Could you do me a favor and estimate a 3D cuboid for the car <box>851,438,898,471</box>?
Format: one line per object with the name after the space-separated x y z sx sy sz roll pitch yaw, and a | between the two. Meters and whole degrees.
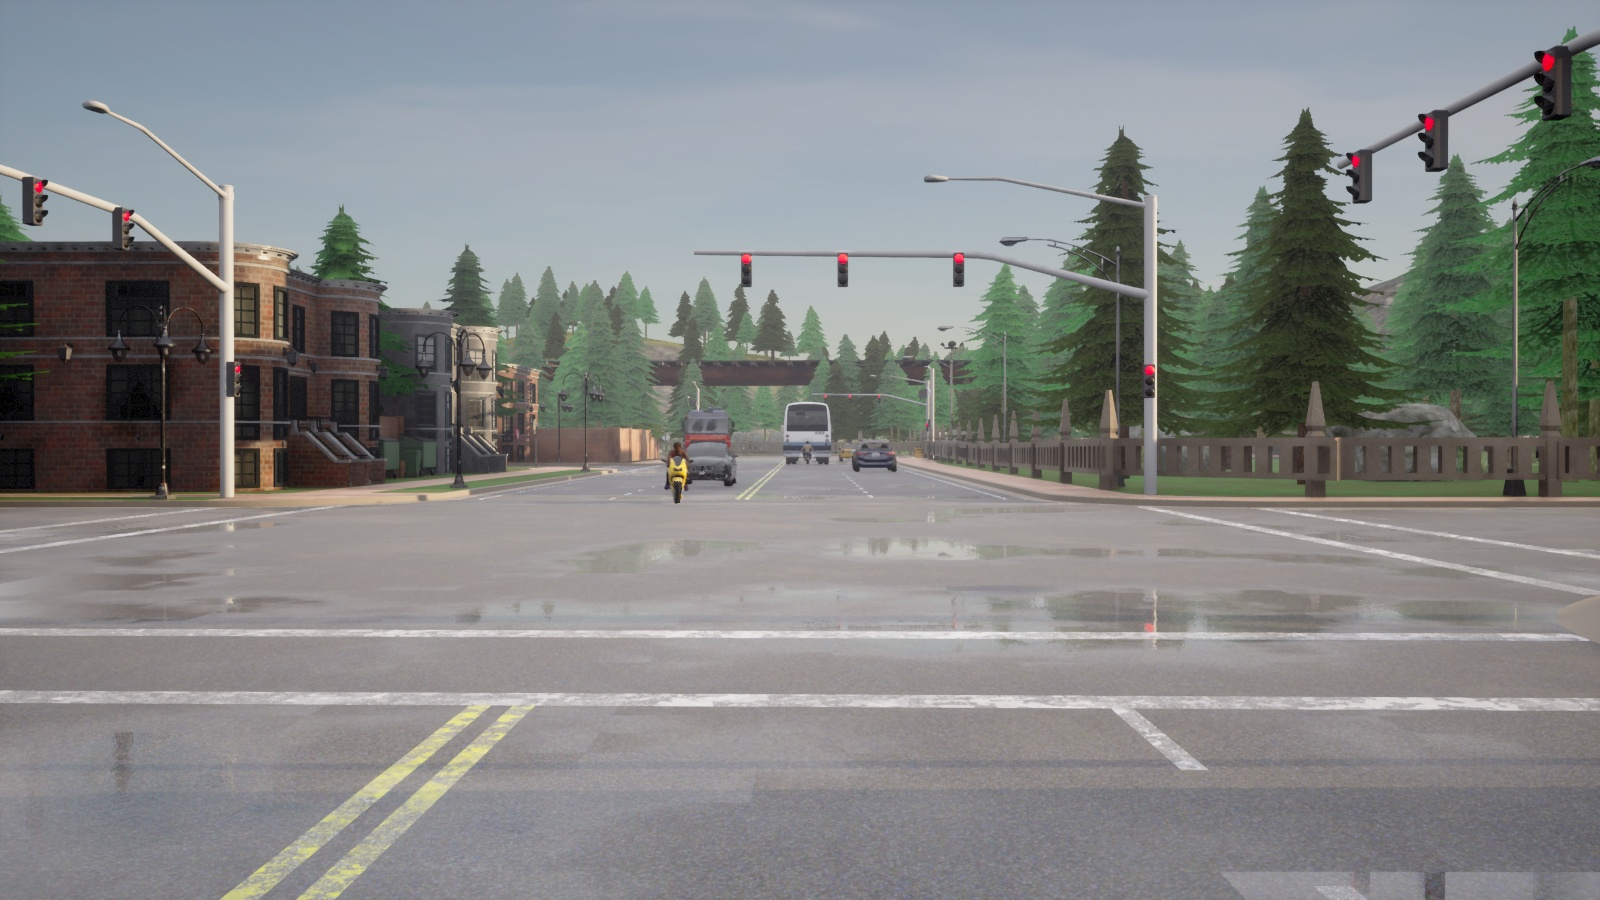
3.890 0.219 66.408 2.242 1.667 4.611 0 0 0 | car

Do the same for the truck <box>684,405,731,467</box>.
-6.012 -0.885 81.868 2.891 3.827 8.468 0 0 -4 | truck

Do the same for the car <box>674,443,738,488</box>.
-3.237 0.501 43.913 1.837 1.490 4.892 0 0 0 | car

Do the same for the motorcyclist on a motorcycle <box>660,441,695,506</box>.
-3.026 0.552 30.862 0.797 1.523 2.044 1 0 -7 | motorcyclist on a motorcycle

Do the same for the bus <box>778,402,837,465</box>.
0.524 -1.136 89.810 3.944 4.253 10.273 0 0 0 | bus
